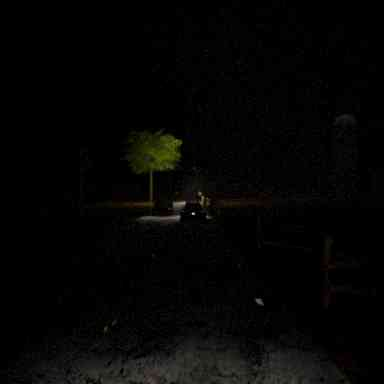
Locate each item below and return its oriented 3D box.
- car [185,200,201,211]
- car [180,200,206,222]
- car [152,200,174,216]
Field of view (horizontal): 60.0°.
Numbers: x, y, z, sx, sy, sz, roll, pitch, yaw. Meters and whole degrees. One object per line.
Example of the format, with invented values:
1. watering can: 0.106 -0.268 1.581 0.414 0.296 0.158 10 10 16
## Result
1. car: 0.100 1.671 43.027 1.895 1.301 4.718 0 0 0
2. car: 0.100 1.591 26.732 1.994 1.385 4.181 0 0 0
3. car: -2.846 1.519 33.415 1.882 1.535 5.008 0 0 0
